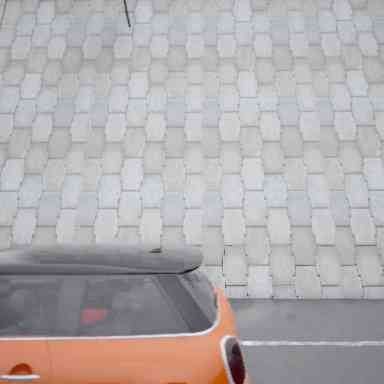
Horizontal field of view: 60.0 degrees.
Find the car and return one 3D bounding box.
[{"bbox_3d":[-1.724,1.351,3.308,4.553,1.767,2.097,0,0,0],"label":"car"}]
